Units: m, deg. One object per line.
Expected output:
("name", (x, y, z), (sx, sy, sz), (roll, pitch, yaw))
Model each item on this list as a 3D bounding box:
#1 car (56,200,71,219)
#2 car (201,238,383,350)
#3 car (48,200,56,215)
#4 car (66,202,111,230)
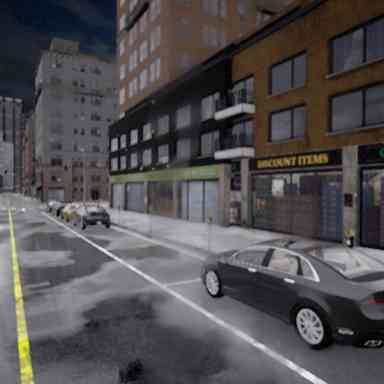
("car", (-9.142, 1.482, 25.917), (1.752, 1.417, 4.829), (-1, 0, -29))
("car", (1.770, 1.541, 6.225), (2.008, 1.369, 4.403), (-1, 0, -29))
("car", (-11.767, 1.513, 30.654), (1.947, 1.339, 4.313), (-1, 0, -29))
("car", (-6.352, 1.517, 20.882), (2.008, 1.369, 4.403), (-1, 0, -29))
